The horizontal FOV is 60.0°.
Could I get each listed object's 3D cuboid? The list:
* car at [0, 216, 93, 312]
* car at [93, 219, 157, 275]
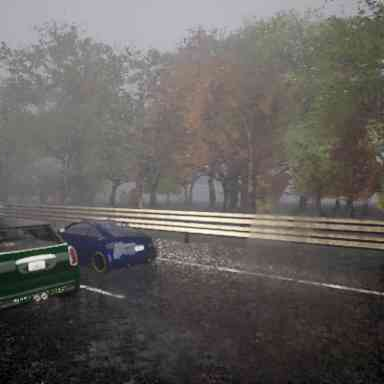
[{"bbox_3d":[-4.515,1.335,7.212,4.553,1.767,2.097,0,0,36],"label":"car"},{"bbox_3d":[-3.107,1.546,10.507,4.181,1.385,1.994,0,0,36],"label":"car"}]
